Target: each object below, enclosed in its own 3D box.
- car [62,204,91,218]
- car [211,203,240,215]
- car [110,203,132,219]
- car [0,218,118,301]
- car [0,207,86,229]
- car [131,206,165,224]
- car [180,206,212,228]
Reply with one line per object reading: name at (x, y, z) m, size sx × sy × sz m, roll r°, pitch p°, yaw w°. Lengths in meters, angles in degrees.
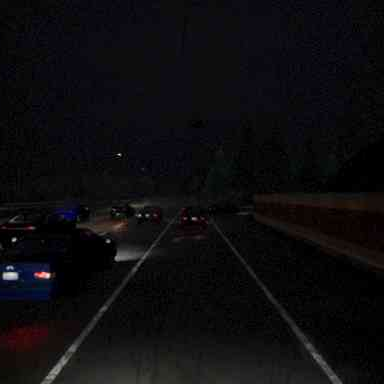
car at (-10.389, 1.813, 29.245) m, size 1.882 × 1.535 × 5.008 m, roll 0°, pitch -1°, yaw 0°
car at (3.736, 2.017, 39.836) m, size 4.181 × 1.385 × 1.994 m, roll 0°, pitch -2°, yaw -37°
car at (-6.888, 1.874, 33.354) m, size 2.128 × 1.511 × 4.902 m, roll 0°, pitch -1°, yaw 0°
car at (-3.399, 1.649, 8.743) m, size 2.033 × 1.411 × 5.357 m, roll 0°, pitch -1°, yaw 0°
car at (-6.896, 1.669, 15.396) m, size 2.128 × 1.511 × 4.902 m, roll 0°, pitch -1°, yaw 0°
car at (-3.390, 1.866, 27.796) m, size 2.033 × 1.411 × 5.357 m, roll 0°, pitch -1°, yaw 0°
car at (0.109, 1.827, 24.337) m, size 2.033 × 1.411 × 5.357 m, roll 0°, pitch -1°, yaw 0°
